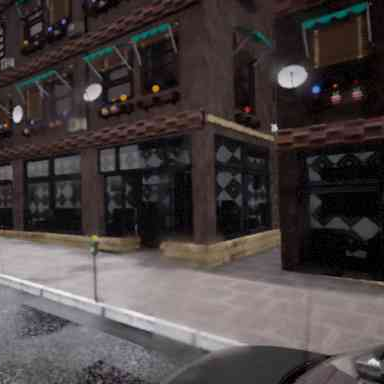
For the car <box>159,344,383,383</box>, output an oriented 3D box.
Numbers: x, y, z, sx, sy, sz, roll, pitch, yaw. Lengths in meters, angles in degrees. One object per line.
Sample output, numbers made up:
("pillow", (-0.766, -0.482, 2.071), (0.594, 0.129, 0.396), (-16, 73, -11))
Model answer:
("car", (1.584, 1.546, 1.622), (4.403, 1.369, 2.008), (0, -1, 35))
